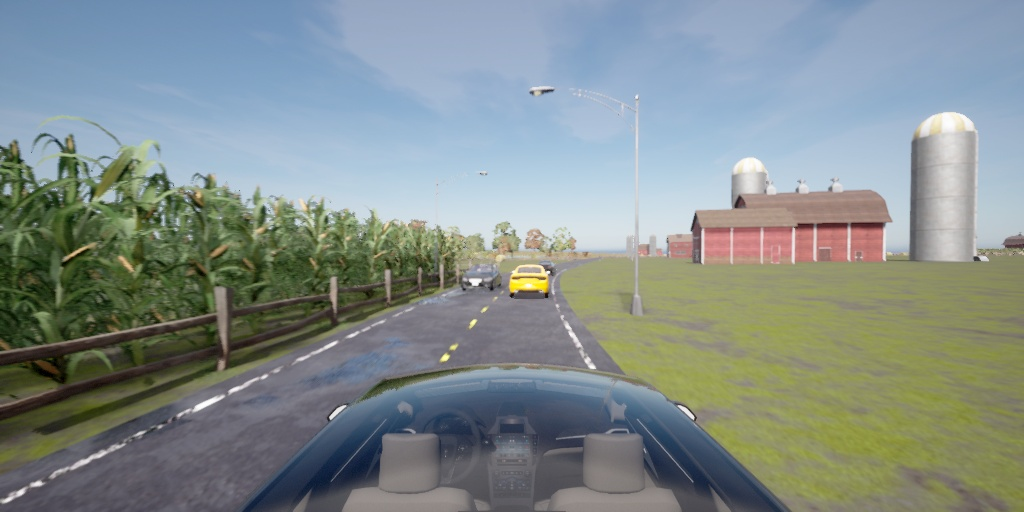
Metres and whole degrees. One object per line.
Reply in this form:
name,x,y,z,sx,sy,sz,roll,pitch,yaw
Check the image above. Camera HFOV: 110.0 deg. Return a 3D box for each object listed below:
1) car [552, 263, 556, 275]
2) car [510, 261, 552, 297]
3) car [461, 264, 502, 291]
car,3.523,1.208,37.434,1.812,1.442,4.674,0,0,10
car,0.976,1.208,18.981,1.882,1.535,5.008,0,0,5
car,-1.717,1.229,21.558,2.128,1.511,4.902,0,0,6
